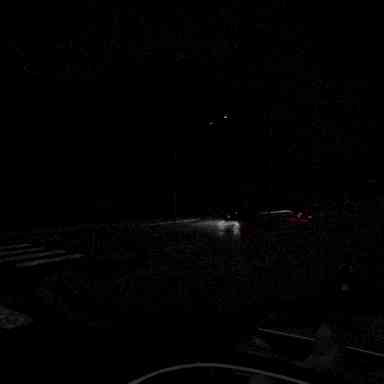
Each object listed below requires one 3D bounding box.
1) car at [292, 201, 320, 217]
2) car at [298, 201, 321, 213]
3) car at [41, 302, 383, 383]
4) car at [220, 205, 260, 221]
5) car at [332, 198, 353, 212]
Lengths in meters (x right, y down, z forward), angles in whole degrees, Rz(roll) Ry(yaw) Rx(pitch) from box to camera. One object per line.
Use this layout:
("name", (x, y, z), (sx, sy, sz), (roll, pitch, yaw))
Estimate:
("car", (12.922, 2.054, 37.305), (1.895, 1.301, 4.718), (2, 0, 36))
("car", (16.886, 2.083, 47.760), (1.837, 1.490, 4.892), (2, 0, 36))
("car", (0.650, 1.551, 2.327), (4.403, 1.369, 2.008), (0, 1, 36))
("car", (4.457, 1.852, 30.522), (1.895, 1.301, 4.718), (2, 0, 36))
("car", (23.774, 1.964, 52.494), (2.150, 2.045, 5.566), (2, 0, 36))
